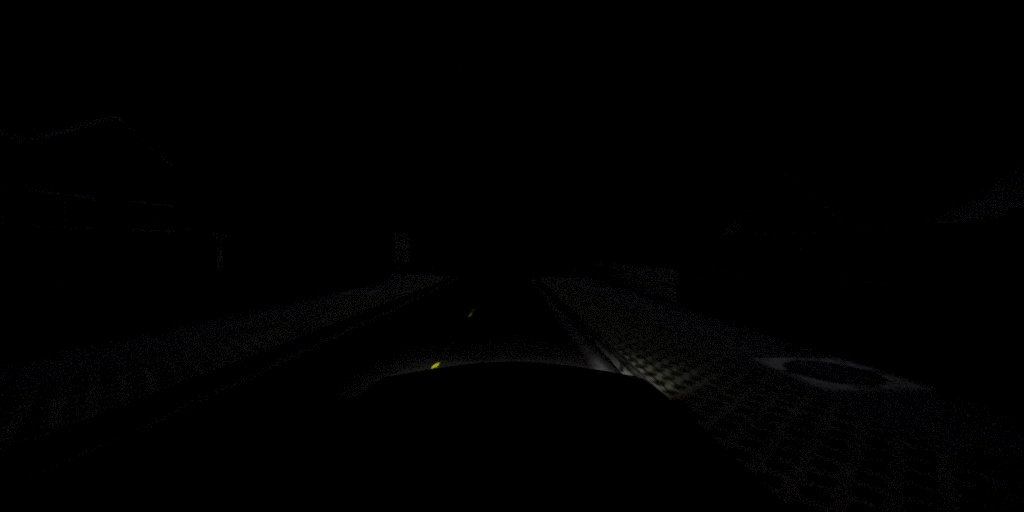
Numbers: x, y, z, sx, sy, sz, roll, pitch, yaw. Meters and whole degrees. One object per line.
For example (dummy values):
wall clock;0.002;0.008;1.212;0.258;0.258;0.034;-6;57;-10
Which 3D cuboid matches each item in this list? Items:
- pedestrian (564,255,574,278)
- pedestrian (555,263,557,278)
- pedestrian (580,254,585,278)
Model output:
pedestrian;4.342;0.760;27.411;0.375;1.860;0.375;-1;2;0
pedestrian;3.509;0.765;28.611;0.375;1.860;0.375;-1;2;0
pedestrian;5.493;0.757;28.011;0.375;1.860;0.375;-1;2;0
